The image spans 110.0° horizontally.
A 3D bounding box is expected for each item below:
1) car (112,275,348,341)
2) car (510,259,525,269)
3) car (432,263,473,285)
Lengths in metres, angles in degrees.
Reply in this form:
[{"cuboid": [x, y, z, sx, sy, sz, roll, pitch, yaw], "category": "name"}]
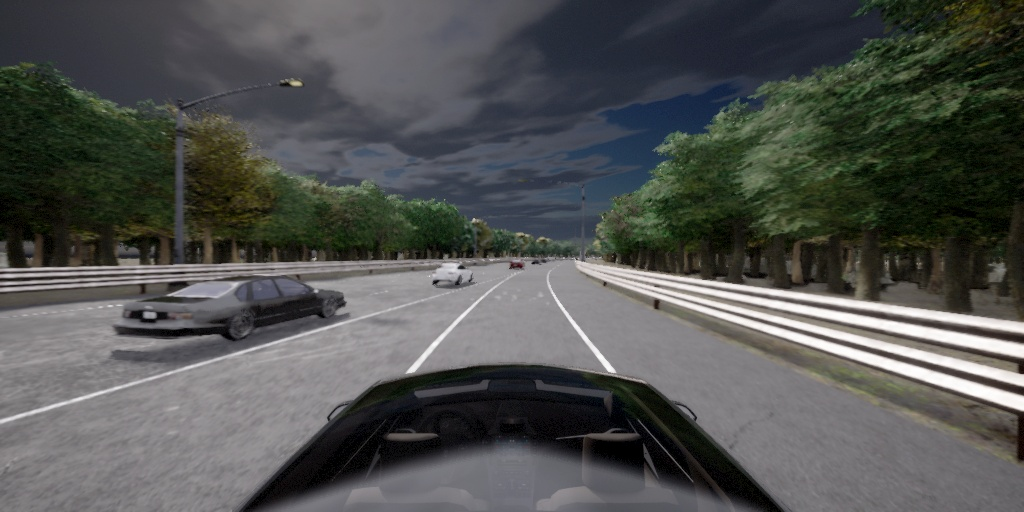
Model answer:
[{"cuboid": [-6.786, 1.227, 9.604, 2.033, 1.411, 5.357, 0, 0, 10], "category": "car"}, {"cuboid": [0.872, 1.220, 54.830, 1.882, 1.535, 5.008, 0, 0, 10], "category": "car"}, {"cuboid": [-4.132, 1.241, 25.285, 1.812, 1.442, 4.674, 0, 0, 10], "category": "car"}]
